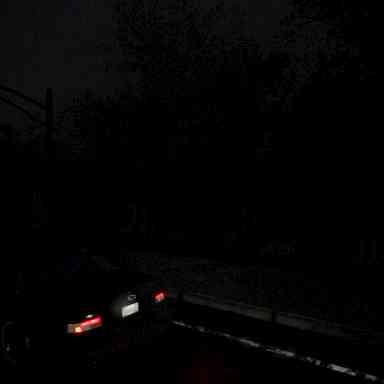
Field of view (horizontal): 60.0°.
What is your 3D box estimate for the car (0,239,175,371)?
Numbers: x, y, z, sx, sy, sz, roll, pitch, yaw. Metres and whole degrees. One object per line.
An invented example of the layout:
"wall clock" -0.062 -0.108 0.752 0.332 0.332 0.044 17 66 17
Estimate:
"car" -2.832 1.550 5.711 5.357 1.411 2.033 0 0 36
